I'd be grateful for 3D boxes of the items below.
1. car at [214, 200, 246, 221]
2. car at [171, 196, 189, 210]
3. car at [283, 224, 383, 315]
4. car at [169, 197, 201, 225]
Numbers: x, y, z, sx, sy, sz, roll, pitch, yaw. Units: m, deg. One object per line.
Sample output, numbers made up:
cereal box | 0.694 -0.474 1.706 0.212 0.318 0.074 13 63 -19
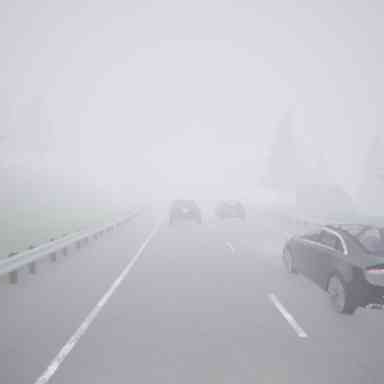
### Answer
car | 2.872 1.374 25.725 2.128 1.511 4.902 0 0 -3
car | -1.596 1.308 41.295 2.128 1.511 4.902 0 0 -4
car | 3.502 1.455 7.448 2.128 1.511 4.902 0 0 -1
car | -0.518 1.248 23.409 2.097 1.767 4.553 0 0 -3
